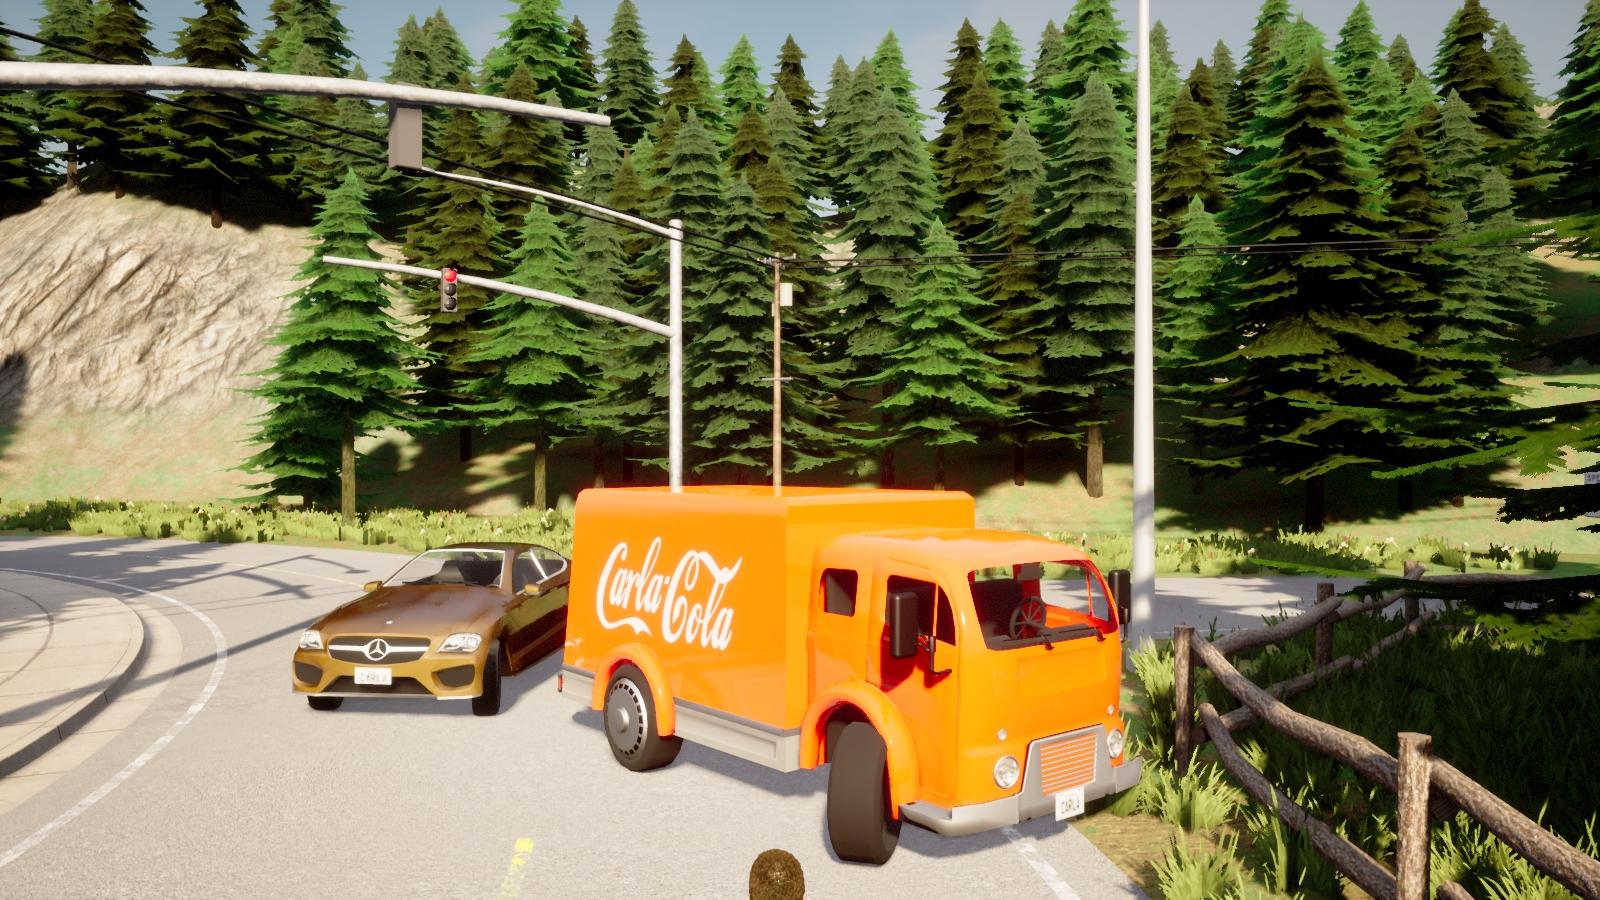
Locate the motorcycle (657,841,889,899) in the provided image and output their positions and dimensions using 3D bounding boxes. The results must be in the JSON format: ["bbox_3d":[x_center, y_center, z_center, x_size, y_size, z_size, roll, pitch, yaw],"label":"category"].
[{"bbox_3d":[-0.074,2.159,3.526,0.803,1.199,2.033,0,0,-2],"label":"motorcycle"}]

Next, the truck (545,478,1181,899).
[{"bbox_3d":[0.202,1.542,9.769,2.627,2.467,5.204,0,0,-39],"label":"truck"}]

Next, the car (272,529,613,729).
[{"bbox_3d":[-4.038,1.970,14.038,2.152,1.651,5.027,0,0,6],"label":"car"}]
